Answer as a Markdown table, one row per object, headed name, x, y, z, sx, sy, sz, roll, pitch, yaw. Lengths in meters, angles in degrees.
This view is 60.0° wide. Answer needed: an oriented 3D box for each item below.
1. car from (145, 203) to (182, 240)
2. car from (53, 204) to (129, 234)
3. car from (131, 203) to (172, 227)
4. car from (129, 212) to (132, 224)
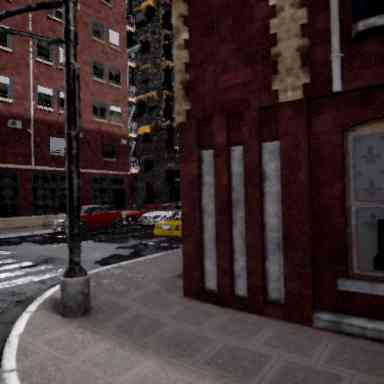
| name | x | y | z | sx | sy | sz | roll | pitch | yaw |
| --- | --- | --- | --- | --- | --- | --- | --- | --- | --- |
| car | 0.302 | 1.343 | 15.198 | 1.752 | 1.417 | 4.829 | -2 | 0 | 36 |
| car | -6.128 | 1.510 | 19.838 | 1.967 | 1.590 | 4.097 | -2 | 0 | 35 |
| car | -1.477 | 1.473 | 22.031 | 1.812 | 1.442 | 4.674 | -2 | -1 | 36 |
| car | -2.885 | 1.562 | 24.331 | 1.887 | 1.381 | 4.507 | -2 | 0 | 36 |
